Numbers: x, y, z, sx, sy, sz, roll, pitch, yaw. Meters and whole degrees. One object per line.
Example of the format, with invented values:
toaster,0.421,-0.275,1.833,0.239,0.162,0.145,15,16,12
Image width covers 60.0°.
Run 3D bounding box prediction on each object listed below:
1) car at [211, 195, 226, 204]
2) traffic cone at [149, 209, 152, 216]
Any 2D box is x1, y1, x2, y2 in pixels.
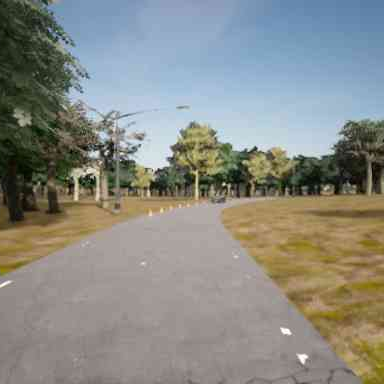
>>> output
car,4.823,1.317,60.557,1.882,1.535,5.008,0,0,19
traffic cone,-3.743,1.863,30.091,0.340,0.580,0.340,0,0,5
